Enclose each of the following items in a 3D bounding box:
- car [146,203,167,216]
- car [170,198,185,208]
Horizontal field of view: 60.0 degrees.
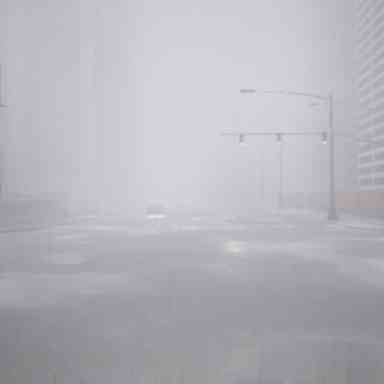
[{"bbox_3d":[-4.212,2.069,39.783,1.994,1.385,4.181,-1,-1,4],"label":"car"},{"bbox_3d":[-2.474,2.326,65.964,2.033,1.411,5.357,-1,-1,4],"label":"car"}]
